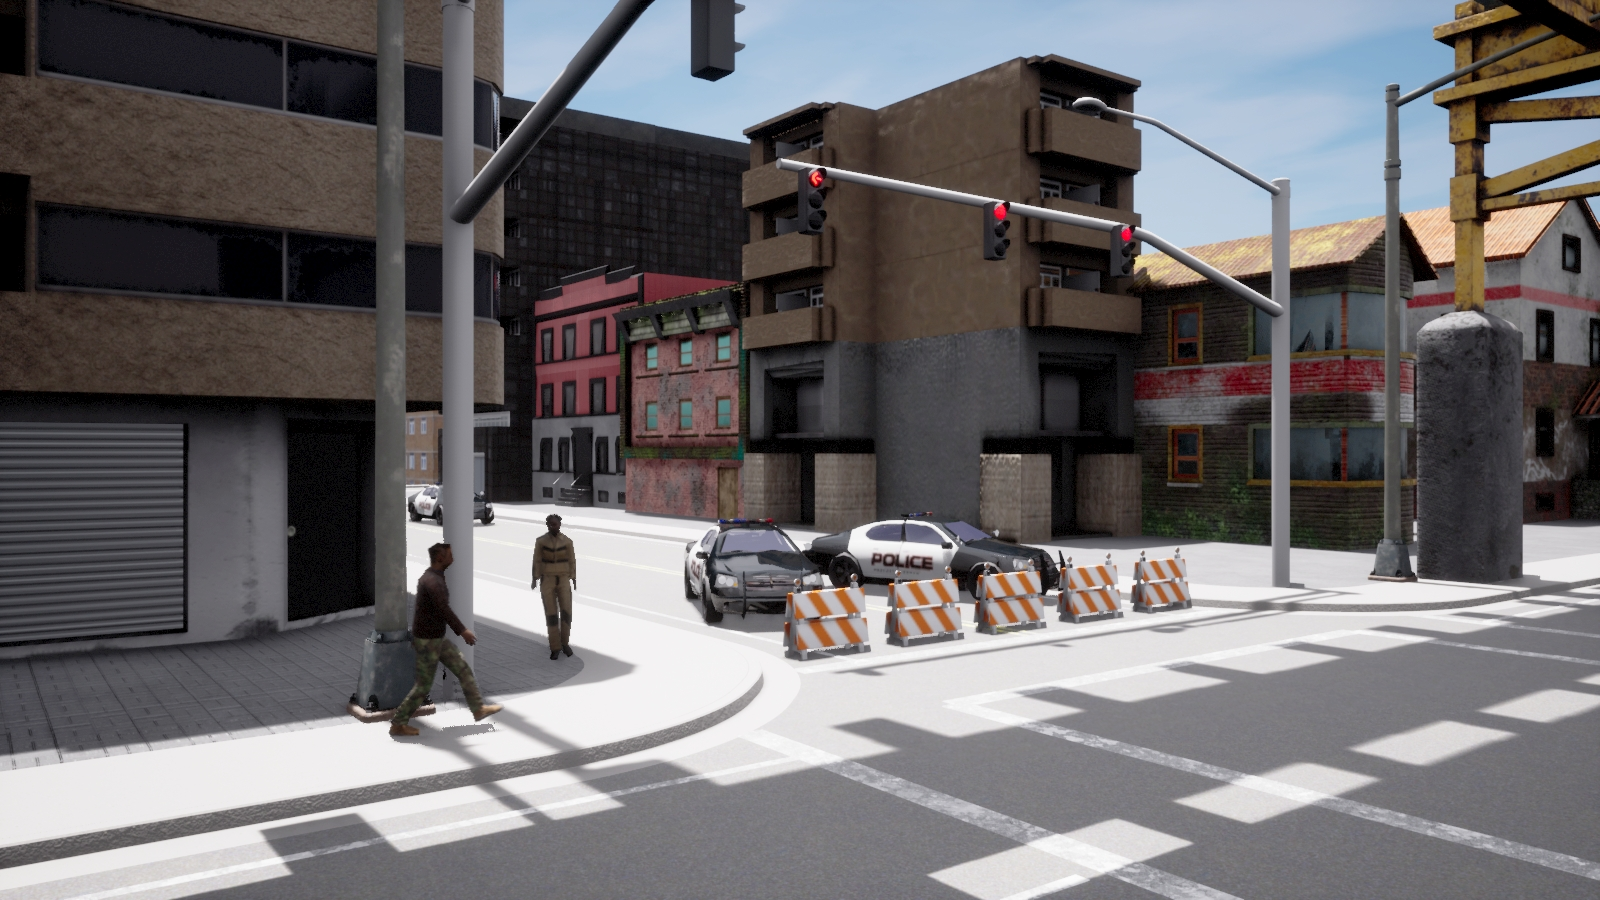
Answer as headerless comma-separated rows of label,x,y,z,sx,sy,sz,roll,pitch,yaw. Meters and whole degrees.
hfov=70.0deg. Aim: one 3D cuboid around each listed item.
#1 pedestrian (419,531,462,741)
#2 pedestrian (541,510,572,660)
pedestrian,-3.330,1.699,10.575,0.375,1.860,0.375,0,0,-18
pedestrian,-3.091,1.701,14.529,0.375,1.860,0.375,0,0,-11
